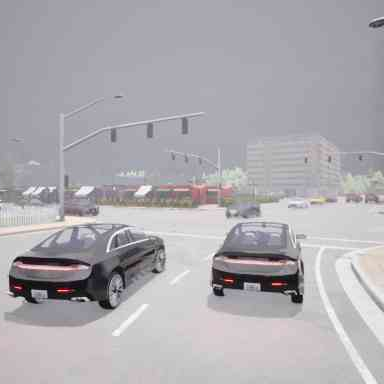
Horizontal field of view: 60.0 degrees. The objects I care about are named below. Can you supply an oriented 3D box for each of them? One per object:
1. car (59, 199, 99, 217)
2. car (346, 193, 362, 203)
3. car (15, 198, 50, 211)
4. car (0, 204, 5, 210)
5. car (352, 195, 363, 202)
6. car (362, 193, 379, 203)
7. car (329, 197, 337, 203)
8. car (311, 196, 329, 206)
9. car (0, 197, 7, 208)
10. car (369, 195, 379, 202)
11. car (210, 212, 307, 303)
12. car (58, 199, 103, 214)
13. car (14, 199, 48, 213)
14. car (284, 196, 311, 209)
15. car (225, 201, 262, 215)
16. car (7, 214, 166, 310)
[{"bbox_3d":[-11.037,1.619,32.438,4.181,1.385,1.994,0,0,32],"label":"car"},{"bbox_3d":[34.053,1.225,70.425,2.150,2.045,5.566,0,0,32],"label":"car"},{"bbox_3d":[-20.408,1.581,42.446,4.674,1.442,1.812,0,0,32],"label":"car"},{"bbox_3d":[-25.948,1.277,41.776,5.566,2.045,2.150,0,0,32],"label":"car"},{"bbox_3d":[39.622,1.540,79.484,2.033,1.411,5.357,0,0,32],"label":"car"},{"bbox_3d":[36.842,1.225,68.278,2.150,2.045,5.566,0,0,32],"label":"car"},{"bbox_3d":[28.307,1.595,67.761,1.895,1.301,4.718,0,0,32],"label":"car"},{"bbox_3d":[21.490,1.478,56.808,1.882,1.535,5.008,0,1,32],"label":"car"},{"bbox_3d":[-28.957,1.533,47.794,5.008,1.535,1.882,0,0,32],"label":"car"},{"bbox_3d":[42.386,1.524,77.296,1.812,1.442,4.674,0,0,32],"label":"car"},{"bbox_3d":[1.773,1.492,8.318,2.128,1.511,4.902,0,0,17],"label":"car"},{"bbox_3d":[-12.602,1.547,37.563,4.902,1.511,2.128,0,0,32],"label":"car"},{"bbox_3d":[-18.155,1.619,36.906,4.181,1.385,1.994,0,0,32],"label":"car"},{"bbox_3d":[14.438,1.525,45.388,1.812,1.442,4.674,0,0,32],"label":"car"},{"bbox_3d":[4.619,1.536,29.420,2.128,1.511,4.902,0,0,32],"label":"car"},{"bbox_3d":[-2.045,1.492,7.936,2.128,1.511,4.902,0,0,12],"label":"car"}]
